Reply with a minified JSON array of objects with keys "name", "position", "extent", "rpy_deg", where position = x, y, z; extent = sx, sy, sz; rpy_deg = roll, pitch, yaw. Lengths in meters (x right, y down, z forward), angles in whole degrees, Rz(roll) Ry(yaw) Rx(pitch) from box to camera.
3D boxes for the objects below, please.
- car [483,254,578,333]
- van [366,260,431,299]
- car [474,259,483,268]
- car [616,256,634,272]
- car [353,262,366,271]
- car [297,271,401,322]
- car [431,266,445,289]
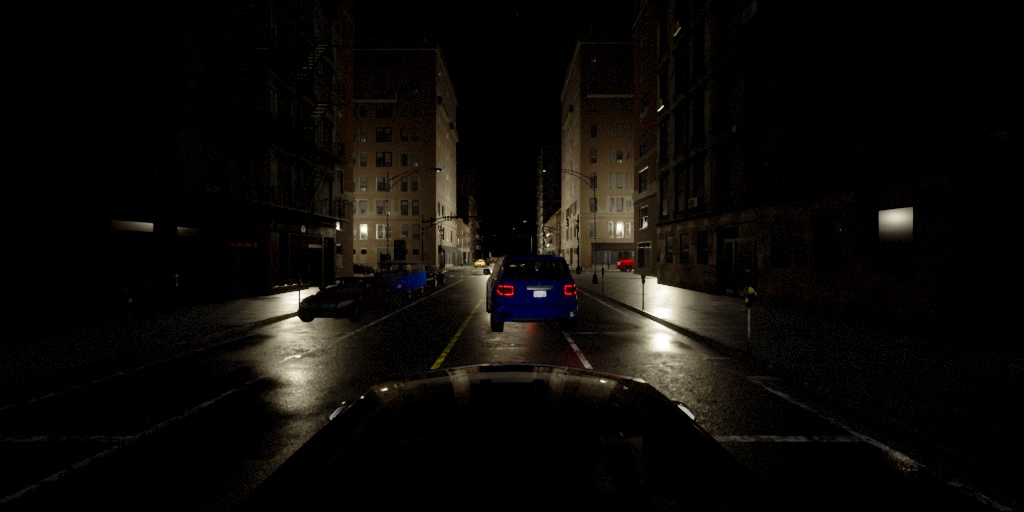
[{"name":"car","position":[0.360,0.971,10.967],"extent":[2.150,2.045,5.566],"rpy_deg":[0,0,-6]},{"name":"van","position":[-5.391,1.090,17.531],"extent":[1.690,1.789,3.998],"rpy_deg":[0,0,0]},{"name":"car","position":[-5.384,1.272,60.730],"extent":[1.751,1.417,4.829],"rpy_deg":[0,0,0]},{"name":"car","position":[15.336,0.877,42.985],"extent":[5.566,2.045,2.150],"rpy_deg":[0,0,0]},{"name":"car","position":[-17.588,1.402,39.986],"extent":[4.181,1.385,1.994],"rpy_deg":[0,0,0]},{"name":"car","position":[-5.393,1.331,12.124],"extent":[1.802,1.307,4.207],"rpy_deg":[0,0,0]},{"name":"car","position":[-5.389,1.299,22.937],"extent":[2.007,1.370,4.403],"rpy_deg":[0,0,0]}]
